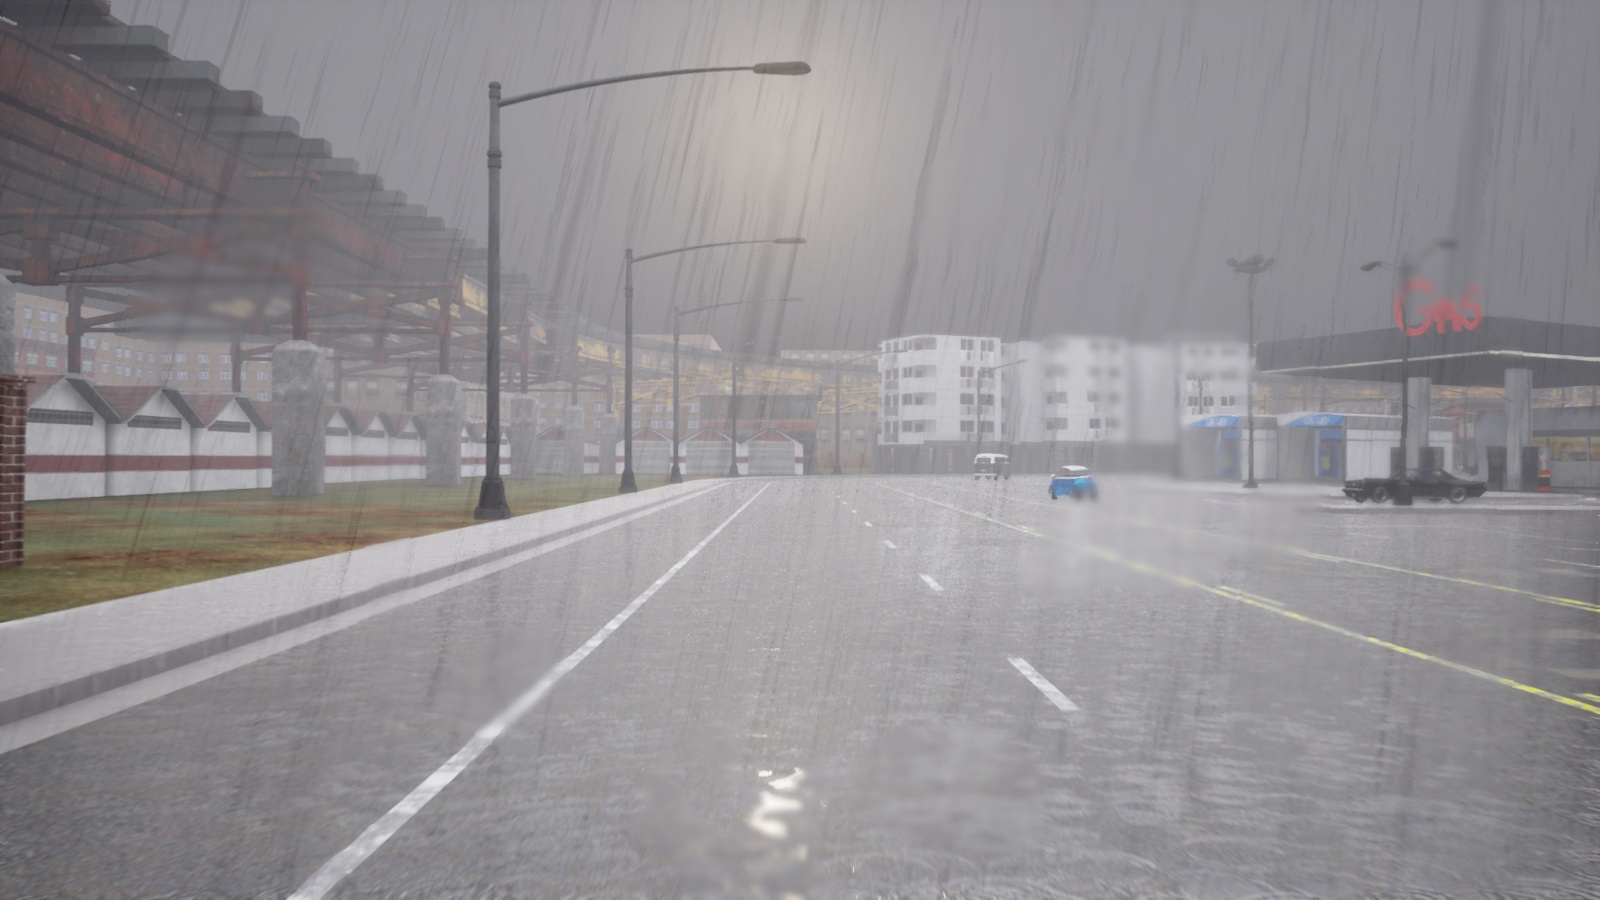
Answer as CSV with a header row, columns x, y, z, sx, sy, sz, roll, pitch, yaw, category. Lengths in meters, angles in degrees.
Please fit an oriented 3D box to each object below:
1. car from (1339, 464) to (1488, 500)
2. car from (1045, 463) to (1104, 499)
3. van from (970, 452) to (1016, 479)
x,y,z,sx,sy,sz,roll,pitch,yaw,category
23.067,1.194,47.333,4.718,1.301,1.895,0,0,0,car
10.900,1.215,49.938,1.481,1.376,2.207,-1,0,-14,car
14.911,1.185,96.883,2.069,2.038,4.480,-1,-1,28,van
